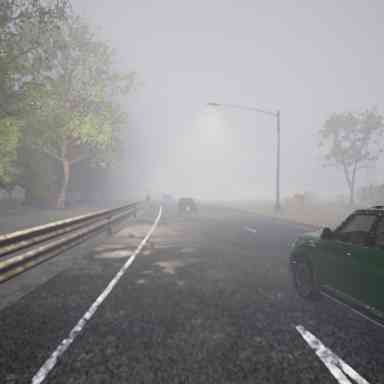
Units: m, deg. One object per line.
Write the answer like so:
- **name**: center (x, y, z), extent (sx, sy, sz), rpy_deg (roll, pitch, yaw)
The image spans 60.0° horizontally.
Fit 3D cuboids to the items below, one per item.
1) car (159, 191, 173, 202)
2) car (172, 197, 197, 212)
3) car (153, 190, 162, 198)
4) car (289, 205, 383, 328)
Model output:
- **car**: center (-4.656, 1.139, 62.515), extent (1.837, 1.490, 4.892), rpy_deg (0, 0, -8)
- **car**: center (-0.687, 1.317, 34.884), extent (1.837, 1.490, 4.892), rpy_deg (0, 0, -8)
- **car**: center (-8.512, 0.666, 89.381), extent (2.150, 2.045, 5.566), rpy_deg (0, 0, -8)
- **car**: center (3.576, 1.209, 5.239), extent (2.150, 2.045, 5.566), rpy_deg (0, 0, -8)
